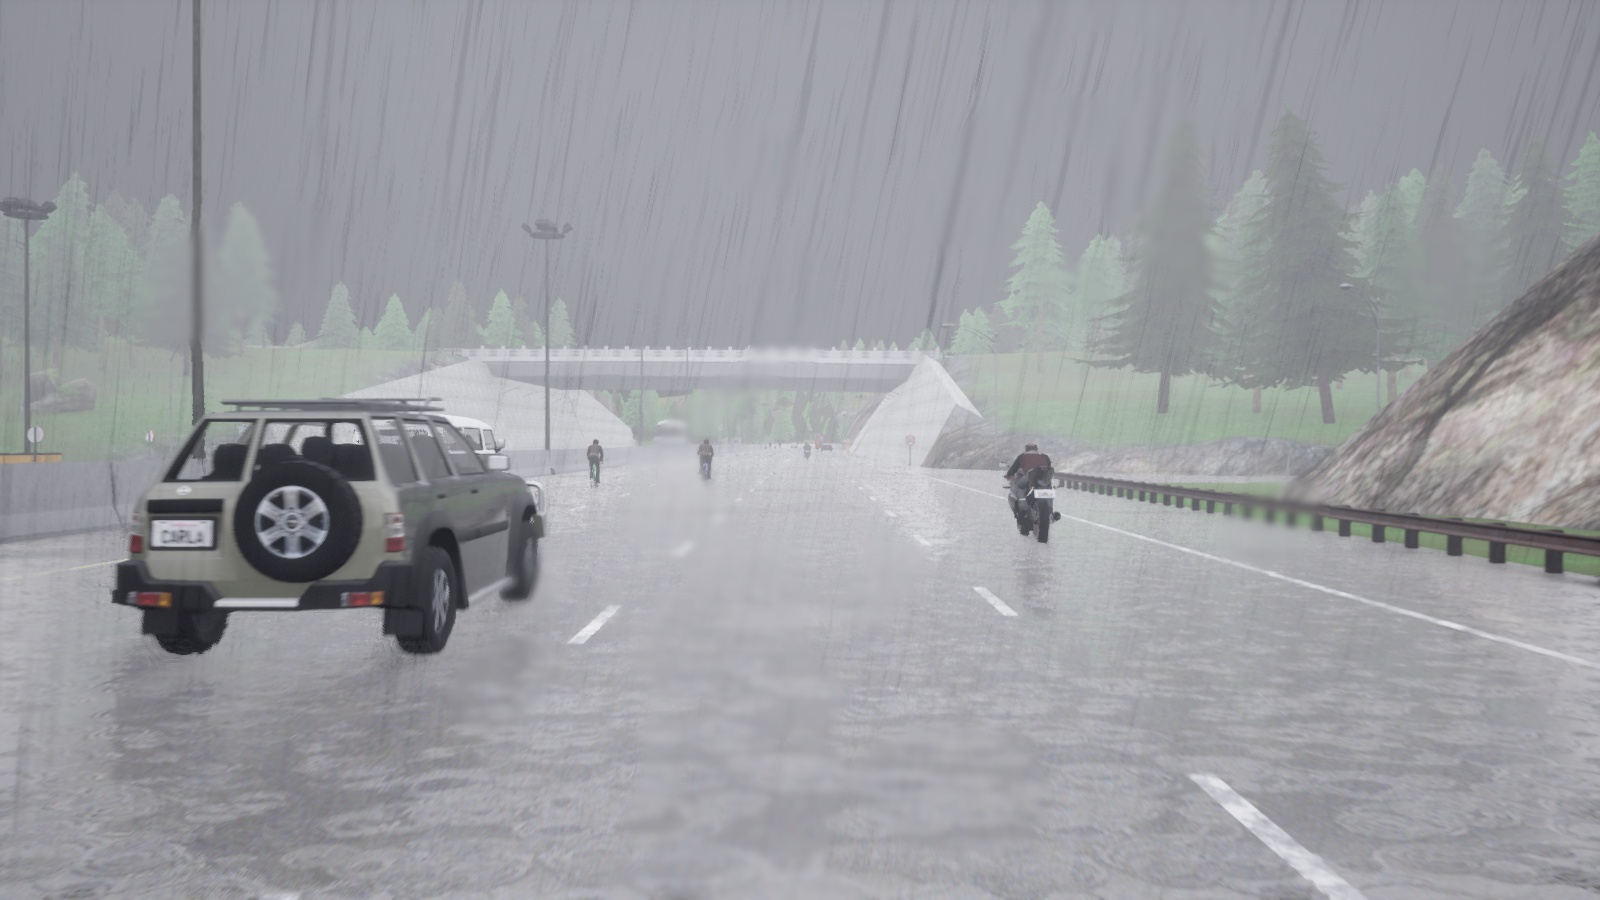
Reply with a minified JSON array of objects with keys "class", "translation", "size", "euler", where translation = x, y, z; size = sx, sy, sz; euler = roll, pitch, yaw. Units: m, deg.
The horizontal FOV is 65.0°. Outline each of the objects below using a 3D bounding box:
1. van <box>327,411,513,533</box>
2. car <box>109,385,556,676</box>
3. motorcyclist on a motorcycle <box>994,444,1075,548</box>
[{"class":"van","translation":[-6.851,0.337,23.183],"size":[2.069,2.038,4.480],"euler":[0,1,0]},{"class":"car","translation":[-3.426,0.502,10.311],"size":[1.932,1.855,4.605],"euler":[0,0,0]},{"class":"motorcyclist on a motorcycle","translation":[3.627,0.674,19.642],"size":[0.866,1.530,2.191],"euler":[0,0,0]}]
